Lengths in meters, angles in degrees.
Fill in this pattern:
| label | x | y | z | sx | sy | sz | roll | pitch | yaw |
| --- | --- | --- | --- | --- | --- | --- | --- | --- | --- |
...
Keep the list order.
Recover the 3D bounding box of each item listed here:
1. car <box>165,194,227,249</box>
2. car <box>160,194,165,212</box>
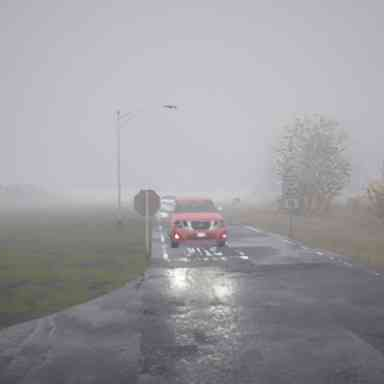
| label | x | y | z | sx | sy | sz | roll | pitch | yaw |
| --- | --- | --- | --- | --- | --- | --- | --- | --- | --- |
| car | 0.052 | 1.230 | 15.129 | 2.150 | 2.045 | 5.566 | 0 | 0 | -6 |
| car | -2.806 | 1.258 | 40.178 | 2.150 | 2.045 | 5.566 | -1 | 0 | -7 |
